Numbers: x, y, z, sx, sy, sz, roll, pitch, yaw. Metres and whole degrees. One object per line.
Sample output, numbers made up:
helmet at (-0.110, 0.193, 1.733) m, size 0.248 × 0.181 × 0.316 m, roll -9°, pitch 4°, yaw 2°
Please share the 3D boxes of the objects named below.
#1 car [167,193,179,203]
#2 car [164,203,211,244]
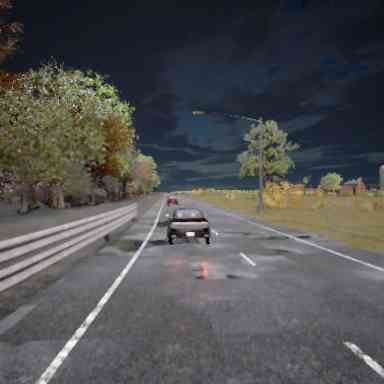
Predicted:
car at (-3.392, 1.473, 58.747) m, size 1.882 × 1.535 × 5.008 m, roll 0°, pitch 0°, yaw -4°
car at (-0.242, 1.490, 15.832) m, size 2.128 × 1.511 × 4.902 m, roll 0°, pitch 0°, yaw -4°
